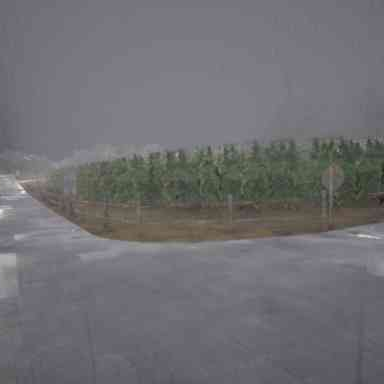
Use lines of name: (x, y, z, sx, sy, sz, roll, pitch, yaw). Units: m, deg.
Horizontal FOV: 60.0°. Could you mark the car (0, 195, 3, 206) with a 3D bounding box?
car: (-20.702, 0.666, 34.229, 2.128, 1.511, 4.902, -3, 3, -29)
